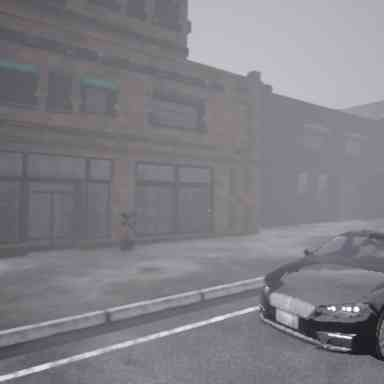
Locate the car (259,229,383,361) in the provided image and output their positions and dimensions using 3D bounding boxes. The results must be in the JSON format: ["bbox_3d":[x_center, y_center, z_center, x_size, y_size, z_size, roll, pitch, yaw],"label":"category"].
[{"bbox_3d":[3.324,1.464,5.919,4.902,1.511,2.128,0,0,-34],"label":"car"}]
